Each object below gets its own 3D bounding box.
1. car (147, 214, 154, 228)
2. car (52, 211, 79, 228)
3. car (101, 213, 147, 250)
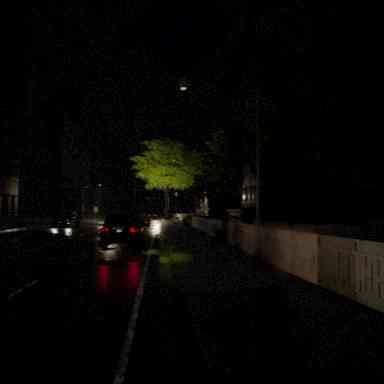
[{"bbox_3d":[-6.668,4.112,45.717,2.033,1.411,5.357,1,-3,-6],"label":"car"},{"bbox_3d":[-16.192,3.481,43.040,2.150,2.045,5.566,1,-3,-6],"label":"car"},{"bbox_3d":[-4.158,2.327,20.430,2.150,2.045,5.566,1,-3,-6],"label":"car"}]
